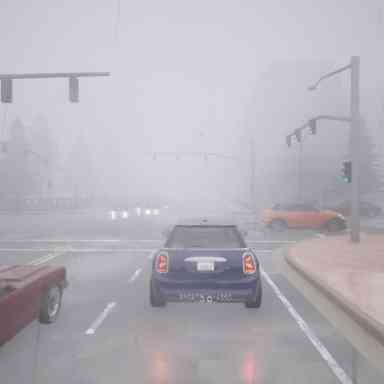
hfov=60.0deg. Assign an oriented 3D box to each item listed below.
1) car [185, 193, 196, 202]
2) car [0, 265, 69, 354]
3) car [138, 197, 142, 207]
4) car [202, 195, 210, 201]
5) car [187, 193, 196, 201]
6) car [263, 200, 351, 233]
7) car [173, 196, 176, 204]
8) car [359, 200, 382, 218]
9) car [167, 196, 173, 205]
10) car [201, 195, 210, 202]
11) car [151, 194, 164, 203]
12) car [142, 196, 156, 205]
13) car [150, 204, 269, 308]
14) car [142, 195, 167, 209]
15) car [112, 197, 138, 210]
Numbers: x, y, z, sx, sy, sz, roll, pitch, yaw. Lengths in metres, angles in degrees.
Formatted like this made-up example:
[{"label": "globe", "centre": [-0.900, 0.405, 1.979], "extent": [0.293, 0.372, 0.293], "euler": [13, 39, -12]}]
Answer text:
[{"label": "car", "centre": [-0.459, 1.520, 72.755], "extent": [1.812, 1.442, 4.674], "euler": [0, 0, 2]}, {"label": "car", "centre": [-3.307, 1.601, 4.216], "extent": [1.895, 1.301, 4.718], "euler": [0, 0, 2]}, {"label": "car", "centre": [-8.347, 1.491, 51.835], "extent": [2.128, 1.511, 4.902], "euler": [0, 0, 2]}, {"label": "car", "centre": [3.404, 1.475, 82.324], "extent": [1.882, 1.535, 5.008], "euler": [0, 0, 2]}, {"label": "car", "centre": [-0.092, 1.223, 82.486], "extent": [2.150, 2.045, 5.566], "euler": [0, 0, 2]}, {"label": "car", "centre": [6.328, 1.352, 19.047], "extent": [4.553, 1.767, 2.097], "euler": [0, 0, 2]}, {"label": "car", "centre": [-4.274, 1.478, 65.454], "extent": [1.882, 1.535, 5.008], "euler": [0, 0, 3]}, {"label": "car", "centre": [14.115, 1.505, 29.515], "extent": [4.892, 1.490, 1.837], "euler": [0, 0, 4]}, {"label": "car", "centre": [-4.715, 1.478, 55.156], "extent": [1.882, 1.535, 5.008], "euler": [0, 0, 2]}, {"label": "car", "centre": [3.076, 1.549, 73.619], "extent": [1.994, 1.385, 4.181], "euler": [0, 0, 2]}, {"label": "car", "centre": [-7.490, 1.355, 72.076], "extent": [2.097, 1.767, 4.553], "euler": [0, 0, 2]}, {"label": "car", "centre": [-7.938, 1.505, 61.921], "extent": [1.837, 1.490, 4.892], "euler": [0, 0, 3]}, {"label": "car", "centre": [0.305, 1.352, 8.090], "extent": [2.097, 1.767, 4.553], "euler": [0, 0, 2]}, {"label": "car", "centre": [-5.078, 1.491, 45.797], "extent": [2.128, 1.511, 4.902], "euler": [0, 0, 2]}, {"label": "car", "centre": [-8.705, 1.601, 42.530], "extent": [1.895, 1.301, 4.718], "euler": [0, 0, 2]}]
